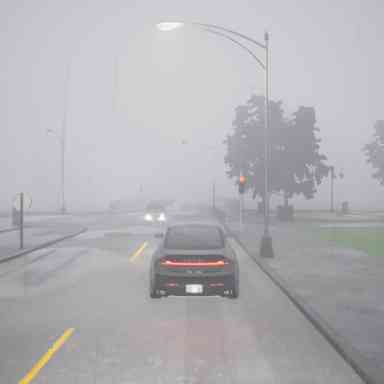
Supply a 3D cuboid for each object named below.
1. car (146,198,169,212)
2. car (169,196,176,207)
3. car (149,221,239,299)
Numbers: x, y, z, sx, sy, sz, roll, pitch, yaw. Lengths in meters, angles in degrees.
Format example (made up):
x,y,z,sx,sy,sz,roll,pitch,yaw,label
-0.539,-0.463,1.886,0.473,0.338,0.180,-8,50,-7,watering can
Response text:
x,y,z,sx,sy,sz,roll,pitch,yaw,label
-4.101,1.601,38.427,1.895,1.301,4.718,0,0,0,car
-4.088,1.563,52.305,1.994,1.385,4.181,0,0,0,car
0.061,1.505,8.454,1.837,1.490,4.892,0,0,0,car
